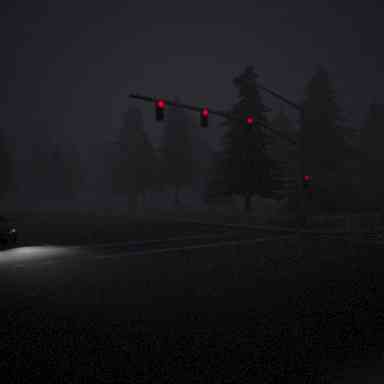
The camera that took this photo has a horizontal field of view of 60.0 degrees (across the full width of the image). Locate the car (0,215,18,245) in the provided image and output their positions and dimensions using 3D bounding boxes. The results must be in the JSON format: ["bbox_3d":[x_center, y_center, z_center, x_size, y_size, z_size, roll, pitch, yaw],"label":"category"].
[{"bbox_3d":[-9.327,1.570,14.753,1.812,1.442,4.674,1,0,-45],"label":"car"}]
